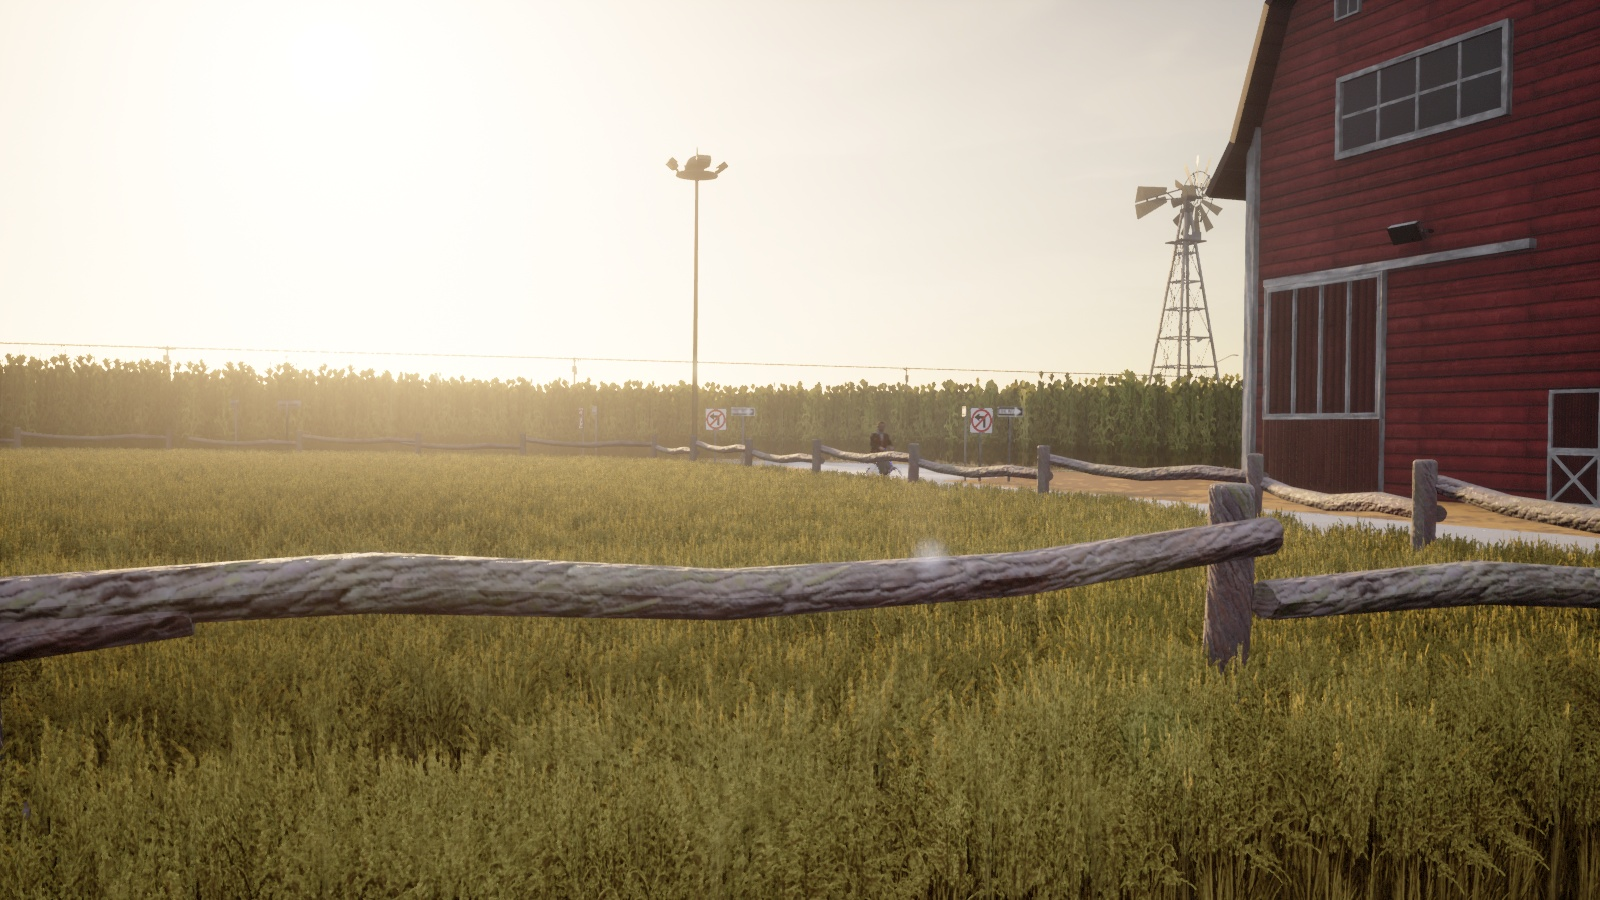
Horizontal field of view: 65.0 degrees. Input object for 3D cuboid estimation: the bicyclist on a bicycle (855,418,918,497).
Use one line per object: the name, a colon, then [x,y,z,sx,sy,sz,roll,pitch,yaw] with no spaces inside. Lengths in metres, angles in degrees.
bicyclist on a bicycle: [2.001,0.170,29.343,0.659,1.776,1.843,-1,1,-23]
